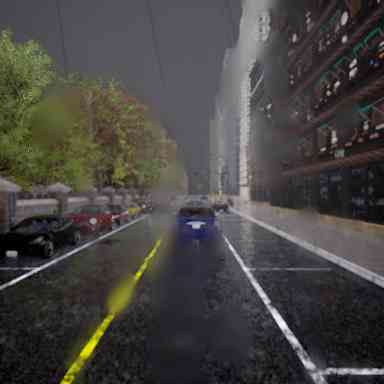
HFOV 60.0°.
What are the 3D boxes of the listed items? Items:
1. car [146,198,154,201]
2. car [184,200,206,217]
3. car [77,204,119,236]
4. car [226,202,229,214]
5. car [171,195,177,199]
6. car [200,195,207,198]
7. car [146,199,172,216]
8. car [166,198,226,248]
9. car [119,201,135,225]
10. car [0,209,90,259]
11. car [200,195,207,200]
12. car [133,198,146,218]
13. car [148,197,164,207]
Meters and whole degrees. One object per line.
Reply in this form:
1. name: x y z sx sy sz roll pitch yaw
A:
1. car: -5.474 1.424 34.742 1.967 1.590 4.097 0 0 0
2. car: 0.289 1.548 31.625 1.994 1.385 4.181 0 0 0
3. car: -5.579 1.430 18.126 1.967 1.590 4.097 0 0 0
4. car: 2.906 1.534 34.691 2.008 1.369 4.403 0 0 0
5. car: -5.092 1.582 94.908 1.802 1.307 4.206 0 0 0
6. car: 3.252 1.561 89.222 1.947 1.339 4.313 0 0 0
7. car: -2.904 1.585 31.826 1.895 1.301 4.718 0 0 0
8. car: 0.178 1.342 14.864 2.097 1.767 4.553 0 0 0
9. car: -5.544 1.570 23.665 1.802 1.307 4.206 0 0 0
10. car: -5.615 1.559 12.588 1.947 1.339 4.313 0 0 0
11. car: 3.288 1.565 94.854 1.947 1.339 4.313 0 0 0
12. car: -5.510 1.511 29.033 1.752 1.417 4.829 0 0 0
13. car: -5.498 1.526 51.358 1.887 1.381 4.507 0 0 0
